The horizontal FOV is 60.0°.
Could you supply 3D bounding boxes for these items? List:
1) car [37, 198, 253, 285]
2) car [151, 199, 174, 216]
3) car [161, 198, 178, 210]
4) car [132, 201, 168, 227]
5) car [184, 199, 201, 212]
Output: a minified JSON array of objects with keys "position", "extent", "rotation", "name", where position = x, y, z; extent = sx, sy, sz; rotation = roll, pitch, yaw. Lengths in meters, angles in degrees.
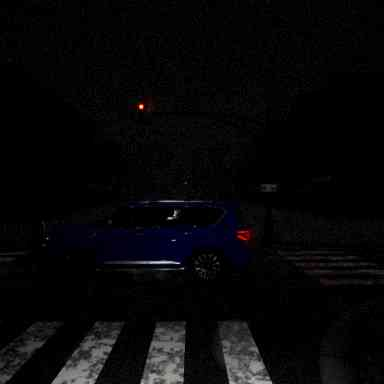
[{"position":[-1.155,1.229,9.081],"extent":[5.566,2.045,2.150],"rotation":[0,0,0],"name":"car"},{"position":[-2.905,1.498,33.408],"extent":[1.882,1.535,5.008],"rotation":[0,0,0],"name":"car"},{"position":[-2.906,1.533,43.491],"extent":[1.837,1.490,4.892],"rotation":[0,0,0],"name":"car"},{"position":[-2.893,1.492,23.939],"extent":[1.882,1.535,5.008],"rotation":[0,0,0],"name":"car"},{"position":[0.035,1.573,41.104],"extent":[2.033,1.411,5.357],"rotation":[0,0,0],"name":"car"}]
